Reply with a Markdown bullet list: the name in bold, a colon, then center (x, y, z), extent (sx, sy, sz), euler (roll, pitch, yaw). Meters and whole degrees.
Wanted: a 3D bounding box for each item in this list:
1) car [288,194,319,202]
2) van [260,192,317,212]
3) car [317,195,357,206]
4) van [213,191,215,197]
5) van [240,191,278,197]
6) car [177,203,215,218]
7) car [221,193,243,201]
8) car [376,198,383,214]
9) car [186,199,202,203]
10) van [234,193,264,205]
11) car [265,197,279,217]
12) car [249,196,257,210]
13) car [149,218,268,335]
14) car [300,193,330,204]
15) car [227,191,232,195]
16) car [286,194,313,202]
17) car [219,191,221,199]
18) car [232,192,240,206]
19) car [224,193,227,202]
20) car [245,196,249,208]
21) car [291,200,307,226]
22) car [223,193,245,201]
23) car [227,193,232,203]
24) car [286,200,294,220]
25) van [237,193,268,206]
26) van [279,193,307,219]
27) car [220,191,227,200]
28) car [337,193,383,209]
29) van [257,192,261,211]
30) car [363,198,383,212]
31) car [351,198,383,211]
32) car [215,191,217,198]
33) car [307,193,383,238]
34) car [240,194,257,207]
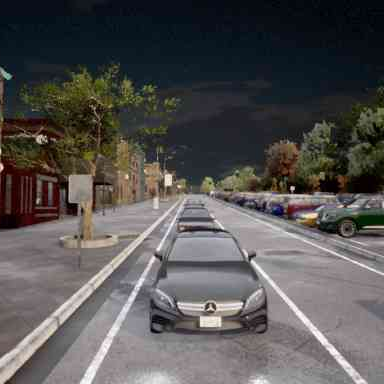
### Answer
- **car**: center (21.823, 1.208, 65.264), extent (5.366, 1.575, 1.946), euler (0, 1, 0)
- **van**: center (9.059, 1.230, 31.128), extent (4.442, 1.987, 1.878), euler (0, 0, 0)
- **car**: center (22.295, 1.332, 51.389), extent (5.366, 1.575, 1.946), euler (0, 1, 0)
- **van**: center (8.632, 0.763, 89.997), extent (4.442, 1.987, 1.878), euler (0, 1, 0)
- **van**: center (9.191, 1.163, 45.151), extent (4.442, 1.987, 1.878), euler (0, 0, 0)
- **car**: center (0.191, 1.532, 17.481), extent (2.033, 1.411, 5.357), euler (0, 0, 0)
- **car**: center (8.839, 1.013, 73.180), extent (4.553, 1.767, 2.185), euler (0, 1, 0)
- **car**: center (22.414, 1.443, 34.731), extent (5.366, 1.575, 1.946), euler (0, 0, 0)
- **car**: center (0.211, 1.438, 31.042), extent (2.128, 1.511, 4.902), euler (0, 0, 0)
- **van**: center (9.130, 1.088, 53.559), extent (4.442, 1.987, 1.878), euler (0, 1, 0)
- **car**: center (9.191, 1.460, 28.322), extent (5.008, 1.535, 2.097), euler (0, 0, 0)
- **car**: center (9.164, 1.469, 36.734), extent (4.792, 1.488, 2.163), euler (0, 0, 0)
- **car**: center (0.252, 1.524, 6.902), extent (1.812, 1.442, 4.674), euler (0, 0, 0)
- **car**: center (22.079, 1.135, 59.715), extent (4.553, 1.767, 2.185), euler (0, 1, 0)
- **car**: center (9.003, 1.138, 59.165), extent (4.553, 1.767, 2.185), euler (0, 1, 0)
- **car**: center (21.994, 1.187, 68.042), extent (4.892, 1.521, 2.231), euler (0, 1, 0)
- **car**: center (8.883, 0.938, 67.573), extent (5.566, 2.045, 2.435), euler (0, 1, 0)
- **car**: center (9.026, 1.113, 47.950), extent (5.566, 2.045, 2.435), euler (0, 1, 0)
- **car**: center (8.949, 1.279, 61.970), extent (4.674, 1.452, 2.002), euler (0, 1, 0)
- **car**: center (9.112, 1.465, 39.542), extent (4.674, 1.452, 2.002), euler (0, 0, 0)
- **car**: center (9.072, 1.466, 19.911), extent (5.366, 1.575, 1.946), euler (0, 0, 0)
- **car**: center (8.860, 1.038, 70.377), extent (4.553, 1.767, 2.185), euler (0, 1, 0)
- **car**: center (8.986, 1.290, 56.363), extent (4.892, 1.521, 2.231), euler (0, 1, 0)
- **car**: center (9.239, 1.506, 22.716), extent (4.674, 1.452, 2.002), euler (0, 0, 0)
- **van**: center (9.150, 1.113, 50.756), extent (4.442, 1.987, 1.878), euler (0, 1, 0)
- **van**: center (9.333, 1.237, 25.519), extent (4.442, 1.987, 1.878), euler (0, 0, 0)
- **car**: center (8.903, 0.963, 64.770), extent (5.566, 2.045, 2.435), euler (0, 1, 0)
- **car**: center (22.141, 1.153, 43.058), extent (5.566, 2.045, 2.435), euler (0, 0, 0)
- **van**: center (9.272, 1.222, 33.931), extent (4.442, 1.987, 1.878), euler (0, 0, 0)
- **car**: center (22.180, 1.468, 37.502), extent (4.792, 1.488, 2.163), euler (0, 0, 0)
- **car**: center (22.218, 1.451, 40.285), extent (4.792, 1.488, 2.163), euler (0, 0, 0)
- **car**: center (8.804, 1.064, 81.591), extent (5.008, 1.535, 2.097), euler (0, 1, 0)
- **car**: center (9.249, 1.220, 17.108), extent (5.566, 2.045, 2.435), euler (0, 0, 0)
- **car**: center (9.101, 1.408, 42.345), extent (4.892, 1.521, 2.231), euler (0, 0, 0)
